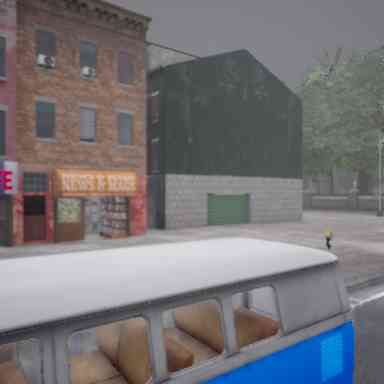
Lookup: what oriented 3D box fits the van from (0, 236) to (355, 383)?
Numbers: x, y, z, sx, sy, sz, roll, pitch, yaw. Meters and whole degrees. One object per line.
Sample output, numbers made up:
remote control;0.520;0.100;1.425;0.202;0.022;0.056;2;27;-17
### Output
van;-0.458;1.342;2.484;3.998;1.788;1.690;0;0;-36
